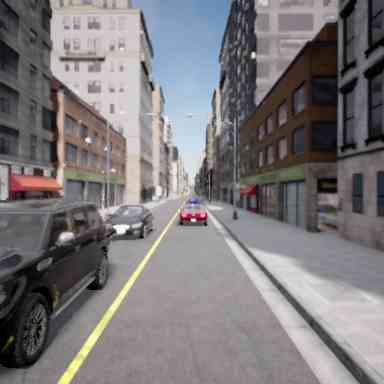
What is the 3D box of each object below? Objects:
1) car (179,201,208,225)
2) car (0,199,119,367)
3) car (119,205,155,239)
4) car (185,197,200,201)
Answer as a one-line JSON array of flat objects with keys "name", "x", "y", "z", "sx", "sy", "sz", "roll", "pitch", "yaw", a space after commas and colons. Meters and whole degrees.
[{"name": "car", "x": 0.100, "y": 1.515, "z": 23.347, "sx": 1.895, "sy": 1.301, "sz": 4.718, "roll": 0, "pitch": 0, "yaw": 0}, {"name": "car", "x": -3.092, "y": 1.194, "z": 6.080, "sx": 2.150, "sy": 2.045, "sz": 5.566, "roll": 0, "pitch": 0, "yaw": 0}, {"name": "car", "x": -3.033, "y": 1.421, "z": 16.855, "sx": 2.128, "sy": 1.511, "sz": 4.902, "roll": 0, "pitch": 0, "yaw": 1}, {"name": "car", "x": 0.103, "y": 1.424, "z": 43.334, "sx": 1.812, "sy": 1.442, "sz": 4.674, "roll": 0, "pitch": 0, "yaw": 0}]
